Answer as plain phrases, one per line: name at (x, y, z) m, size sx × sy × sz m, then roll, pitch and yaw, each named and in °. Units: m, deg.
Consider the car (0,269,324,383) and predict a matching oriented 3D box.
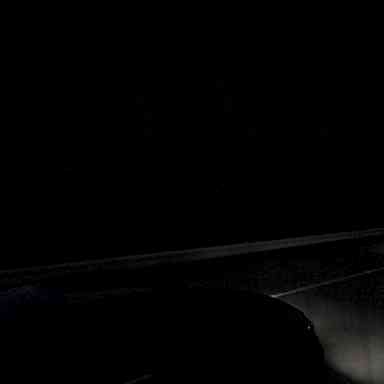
car at (-0.674, 1.536, 3.261) m, size 4.674 × 1.442 × 1.812 m, roll 1°, pitch 0°, yaw -36°
